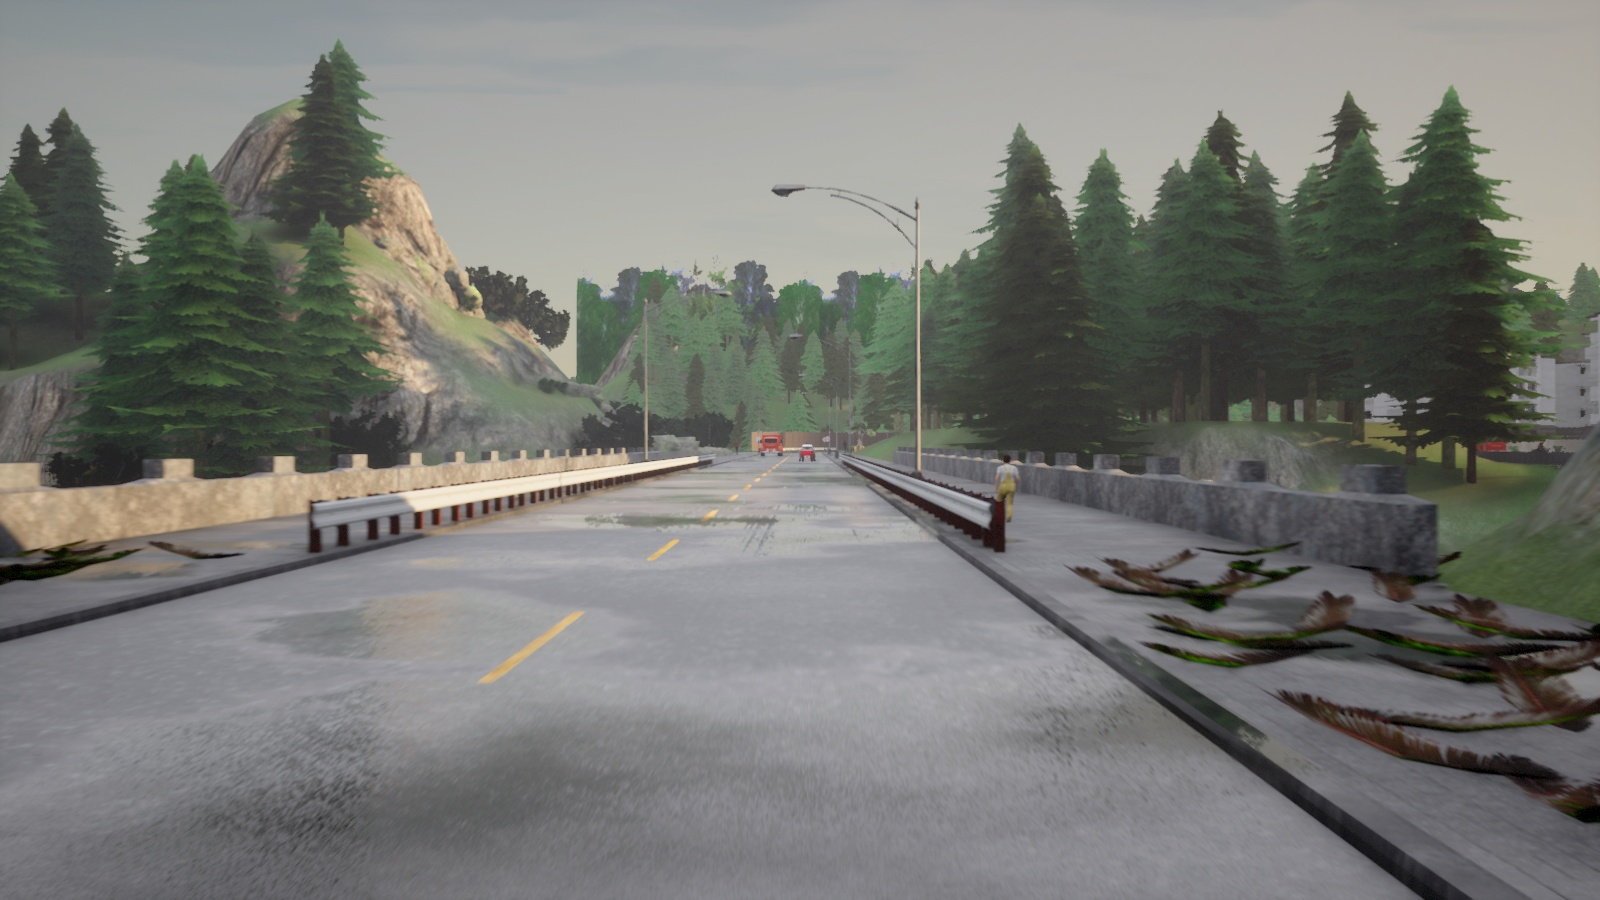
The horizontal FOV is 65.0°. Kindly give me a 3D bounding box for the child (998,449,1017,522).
[{"bbox_3d":[3.613,0.617,21.879,0.270,1.263,0.437,0,0,2],"label":"child"}]
